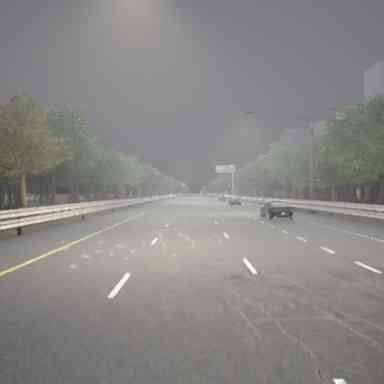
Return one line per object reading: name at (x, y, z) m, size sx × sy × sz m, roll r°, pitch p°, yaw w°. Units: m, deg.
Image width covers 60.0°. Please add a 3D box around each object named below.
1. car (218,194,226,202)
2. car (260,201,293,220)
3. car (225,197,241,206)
car at (7.392, 1.639, 81.805) m, size 1.812 × 1.442 × 4.674 m, roll 0°, pitch 0°, yaw 1°
car at (7.053, 1.523, 28.123) m, size 1.882 × 1.535 × 5.008 m, roll 0°, pitch 0°, yaw 0°
car at (7.194, 1.676, 56.815) m, size 1.895 × 1.301 × 4.718 m, roll 0°, pitch 0°, yaw 0°
